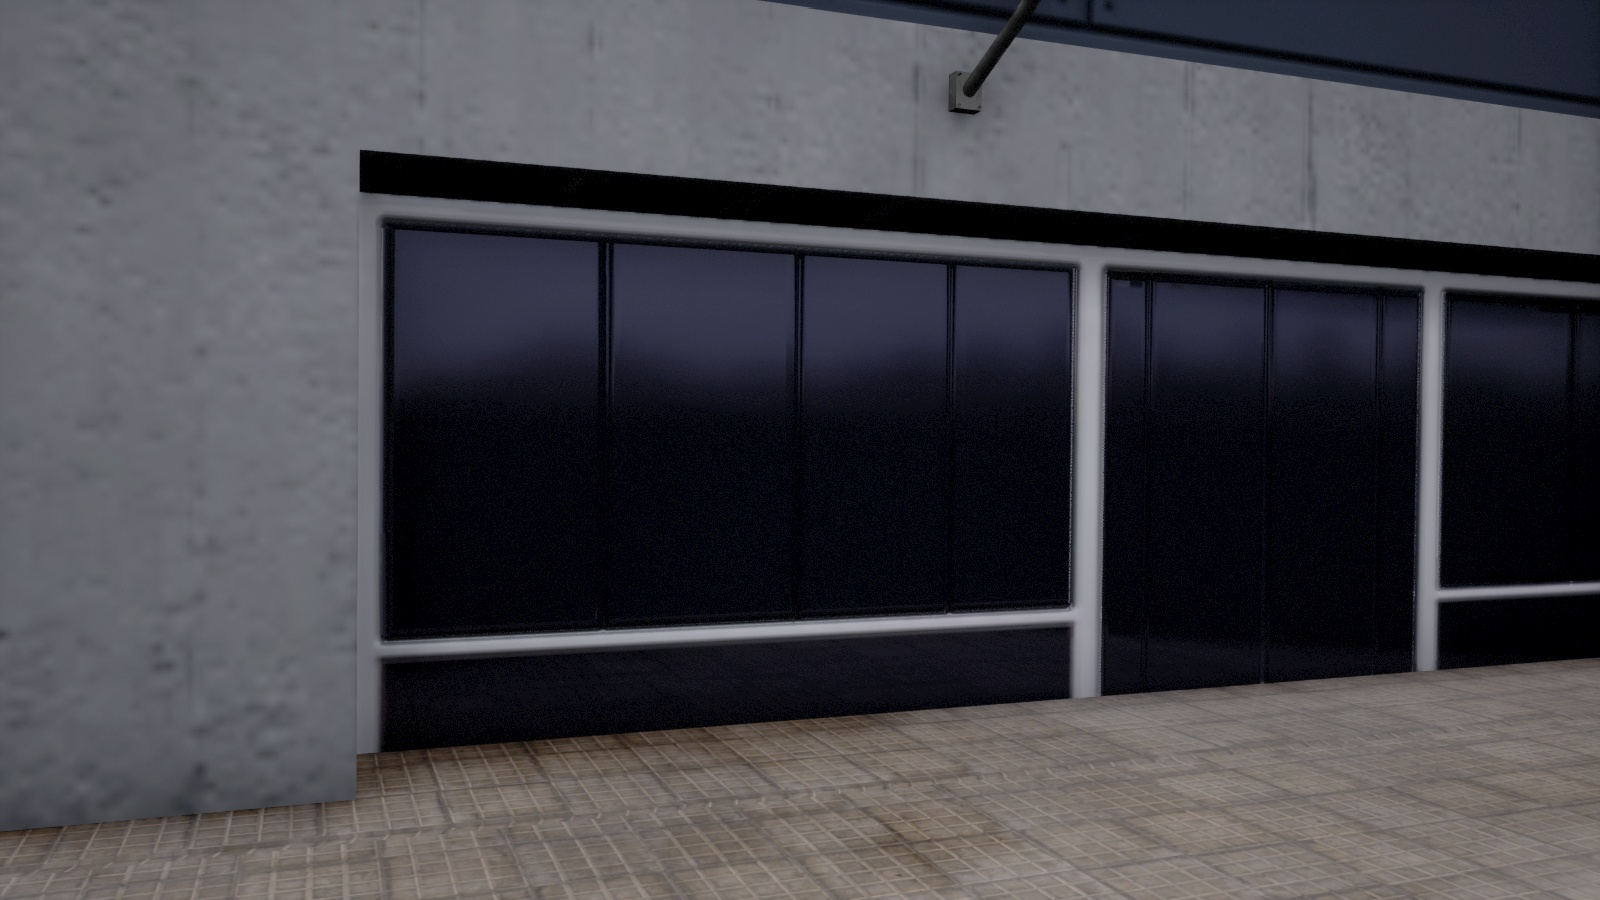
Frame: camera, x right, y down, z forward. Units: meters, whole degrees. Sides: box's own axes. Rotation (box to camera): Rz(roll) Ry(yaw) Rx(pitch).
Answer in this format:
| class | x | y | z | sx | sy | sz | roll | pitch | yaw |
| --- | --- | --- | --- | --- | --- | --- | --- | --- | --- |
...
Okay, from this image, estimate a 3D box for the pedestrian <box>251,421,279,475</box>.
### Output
| class | x | y | z | sx | sy | sz | roll | pitch | yaw |
| --- | --- | --- | --- | --- | --- | --- | --- | --- | --- |
| pedestrian | -18.891 | -0.063 | 44.338 | 0.849 | 1.883 | 0.563 | -1 | 1 | -21 |
